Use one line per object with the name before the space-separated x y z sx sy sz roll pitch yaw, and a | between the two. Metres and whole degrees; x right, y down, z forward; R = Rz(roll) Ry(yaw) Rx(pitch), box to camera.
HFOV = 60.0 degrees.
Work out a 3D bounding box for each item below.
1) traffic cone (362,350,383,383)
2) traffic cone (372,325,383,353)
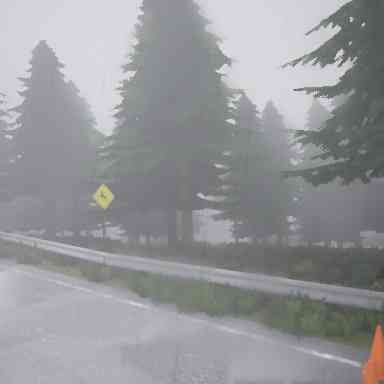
traffic cone | 1.775 1.956 3.290 0.340 0.580 0.340 0 0 34
traffic cone | 2.322 1.956 4.124 0.340 0.580 0.340 0 0 34
